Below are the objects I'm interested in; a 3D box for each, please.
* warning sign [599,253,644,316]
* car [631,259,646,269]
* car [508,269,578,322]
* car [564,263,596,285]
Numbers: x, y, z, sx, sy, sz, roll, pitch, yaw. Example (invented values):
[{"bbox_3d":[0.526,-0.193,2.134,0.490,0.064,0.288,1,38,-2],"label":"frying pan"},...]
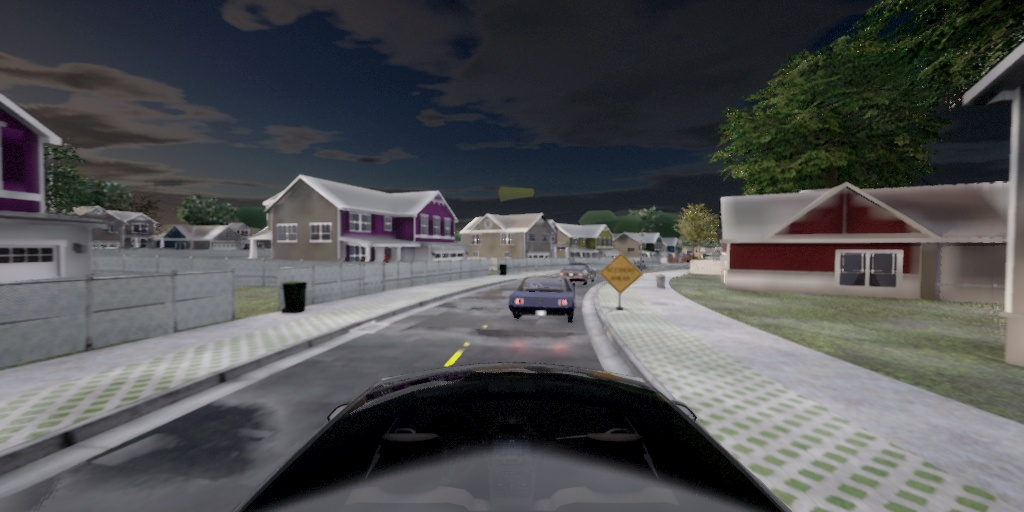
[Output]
[{"bbox_3d":[3.398,0.833,11.348,1.300,1.860,1.060,0,0,9],"label":"warning sign"},{"bbox_3d":[17.589,1.192,51.408,1.994,1.385,4.181,1,1,41],"label":"car"},{"bbox_3d":[1.199,1.299,12.196,1.895,1.301,4.718,0,0,10],"label":"car"},{"bbox_3d":[4.634,1.205,24.994,2.033,1.411,5.357,1,0,21],"label":"car"}]
